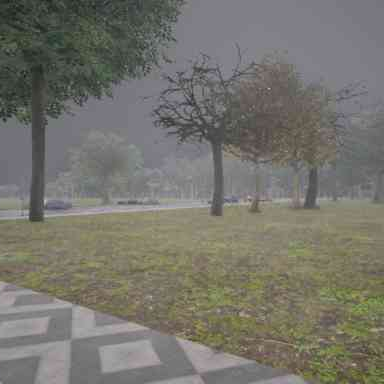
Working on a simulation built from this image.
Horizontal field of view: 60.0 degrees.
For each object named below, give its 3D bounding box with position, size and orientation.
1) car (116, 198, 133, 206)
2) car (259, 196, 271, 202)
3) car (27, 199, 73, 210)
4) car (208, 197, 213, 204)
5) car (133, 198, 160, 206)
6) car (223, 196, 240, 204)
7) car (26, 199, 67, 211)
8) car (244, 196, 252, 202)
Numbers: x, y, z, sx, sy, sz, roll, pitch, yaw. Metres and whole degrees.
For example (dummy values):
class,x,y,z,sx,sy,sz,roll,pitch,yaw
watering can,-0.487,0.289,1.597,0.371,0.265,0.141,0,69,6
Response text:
class,x,y,z,sx,sy,sz,roll,pitch,yaw
car,-10.532,1.736,56.600,1.895,1.301,4.718,-1,-1,36
car,17.281,1.672,78.852,1.994,1.385,4.181,-1,-1,35
car,-17.486,1.621,41.236,2.033,1.411,5.357,-1,-1,35
car,4.923,1.669,66.874,1.994,1.385,4.181,-1,-1,35
car,-7.246,1.667,55.605,1.994,1.385,4.181,-1,-1,36
car,7.582,1.575,65.003,1.837,1.490,4.892,-1,-1,35
car,-19.305,1.636,44.291,1.812,1.442,4.674,-1,-1,36
car,14.027,1.676,79.882,1.812,1.442,4.674,-1,-1,35
